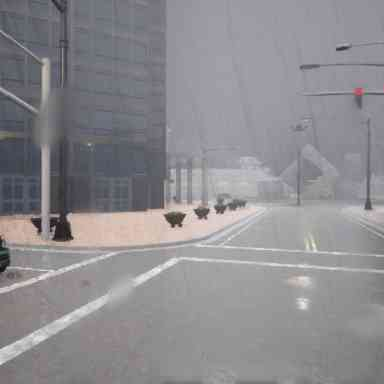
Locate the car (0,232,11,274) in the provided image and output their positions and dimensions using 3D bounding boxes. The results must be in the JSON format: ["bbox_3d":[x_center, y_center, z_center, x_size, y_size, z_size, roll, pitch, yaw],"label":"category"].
[{"bbox_3d":[-7.005,1.318,8.394,4.553,1.767,2.097,0,0,17],"label":"car"}]

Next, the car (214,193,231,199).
[{"bbox_3d":[8.566,1.022,93.694,4.553,1.767,2.097,0,0,-10],"label":"car"}]
